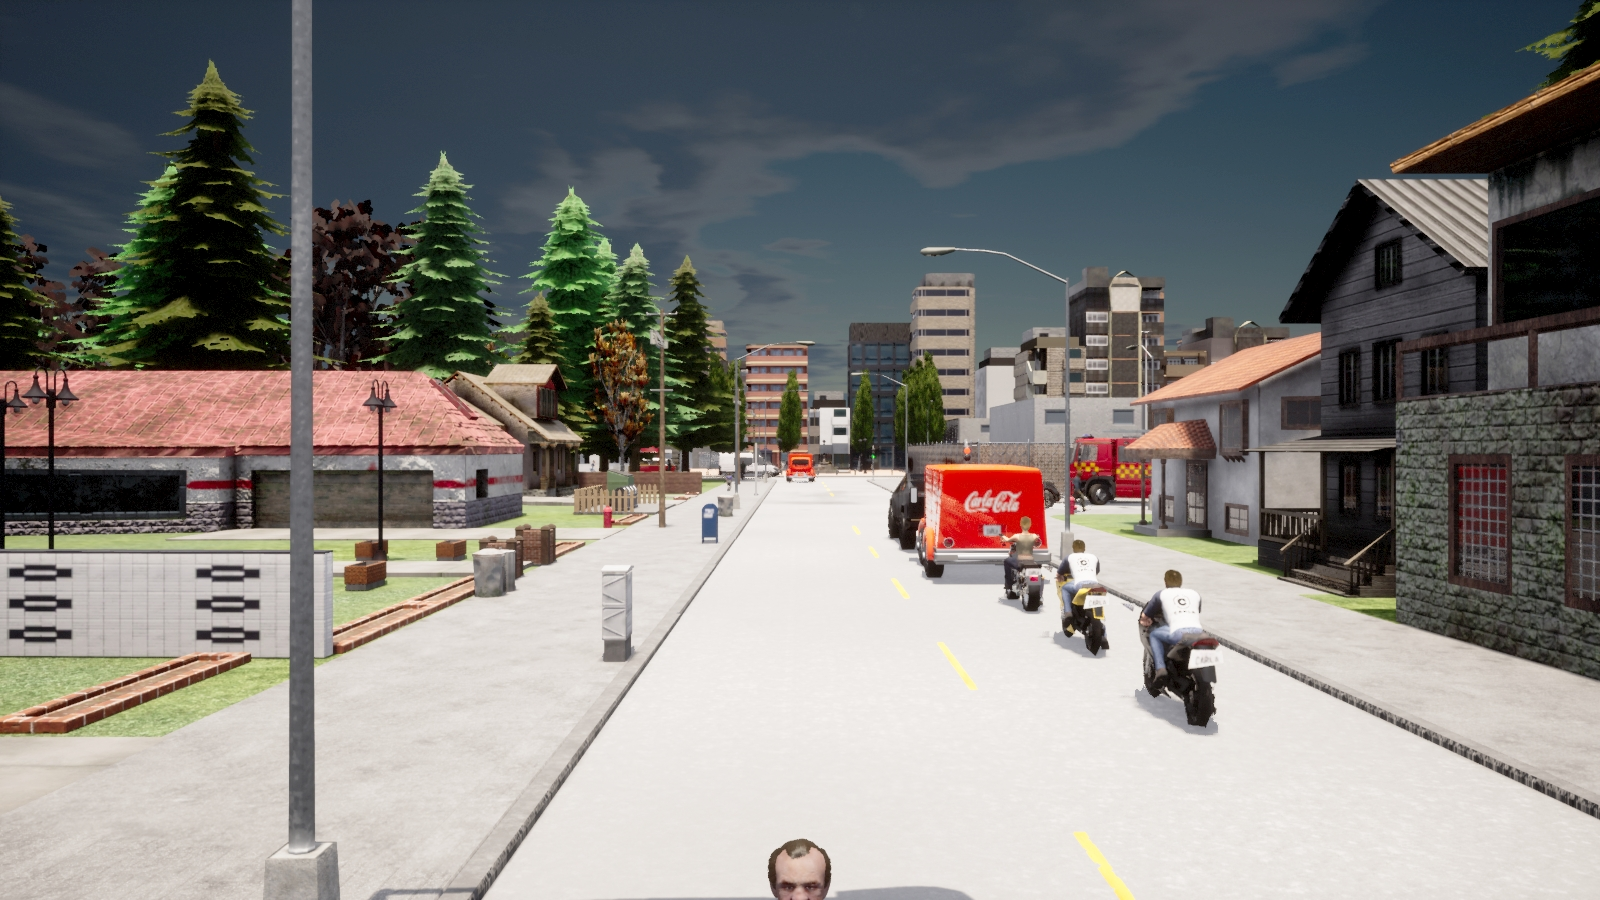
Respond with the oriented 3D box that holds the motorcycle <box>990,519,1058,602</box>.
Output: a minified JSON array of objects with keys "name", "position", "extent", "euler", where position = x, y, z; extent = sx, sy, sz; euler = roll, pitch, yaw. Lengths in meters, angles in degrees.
[{"name":"motorcycle","position":[3.997,1.950,20.606],"extent":[0.764,1.277,2.356],"euler":[0,0,0]}]

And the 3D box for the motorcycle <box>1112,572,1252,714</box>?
[{"name":"motorcycle","position":[3.999,1.994,12.157],"extent":[0.803,1.145,2.033],"euler":[0,1,0]}]

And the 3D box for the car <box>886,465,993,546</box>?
[{"name":"car","position":[3.989,1.534,33.871],"extent":[2.390,2.098,6.274],"euler":[0,0,0]}]

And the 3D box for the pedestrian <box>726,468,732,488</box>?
[{"name":"pedestrian","position":[-4.634,1.803,74.883],"extent":[0.375,1.300,0.375],"euler":[0,0,3]}]

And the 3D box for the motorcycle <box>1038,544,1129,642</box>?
[{"name":"motorcycle","position":[3.995,1.993,16.270],"extent":[0.803,1.145,2.033],"euler":[0,0,0]}]

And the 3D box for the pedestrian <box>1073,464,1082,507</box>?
[{"name":"pedestrian","position":[11.909,1.525,49.031],"extent":[0.375,1.860,0.375],"euler":[0,0,18]}]

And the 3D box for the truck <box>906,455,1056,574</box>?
[{"name":"truck","position":[3.998,1.348,26.317],"extent":[2.627,2.467,5.204],"euler":[0,0,0]}]
